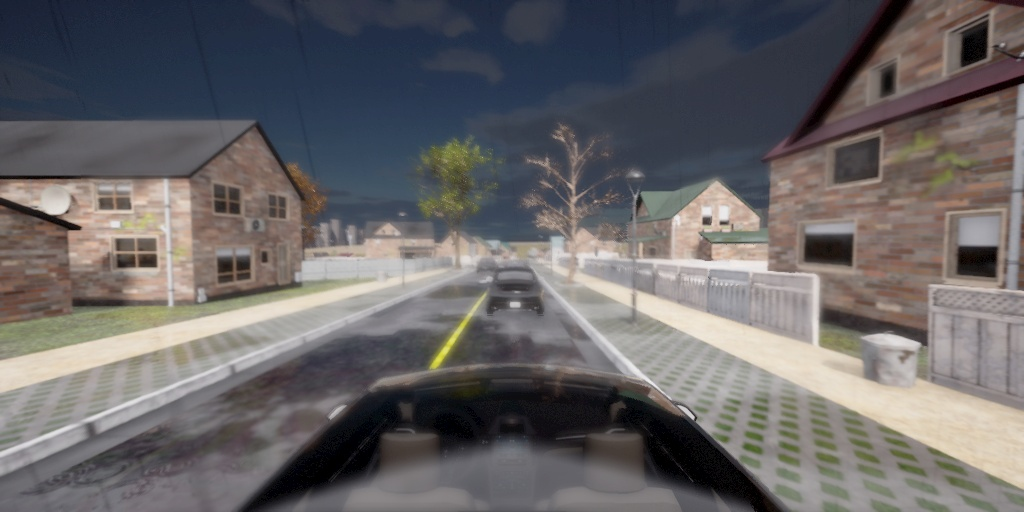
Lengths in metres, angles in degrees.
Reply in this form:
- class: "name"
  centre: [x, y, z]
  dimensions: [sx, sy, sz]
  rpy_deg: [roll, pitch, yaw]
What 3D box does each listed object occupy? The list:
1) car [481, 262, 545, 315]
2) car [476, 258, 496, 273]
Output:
- class: "car"
  centre: [0.122, 1.138, 12.885]
  dimensions: [1.837, 1.490, 4.892]
  rpy_deg: [0, 1, 1]
- class: "car"
  centre: [-2.456, 0.934, 36.034]
  dimensions: [1.837, 1.490, 4.892]
  rpy_deg: [0, 0, 1]
